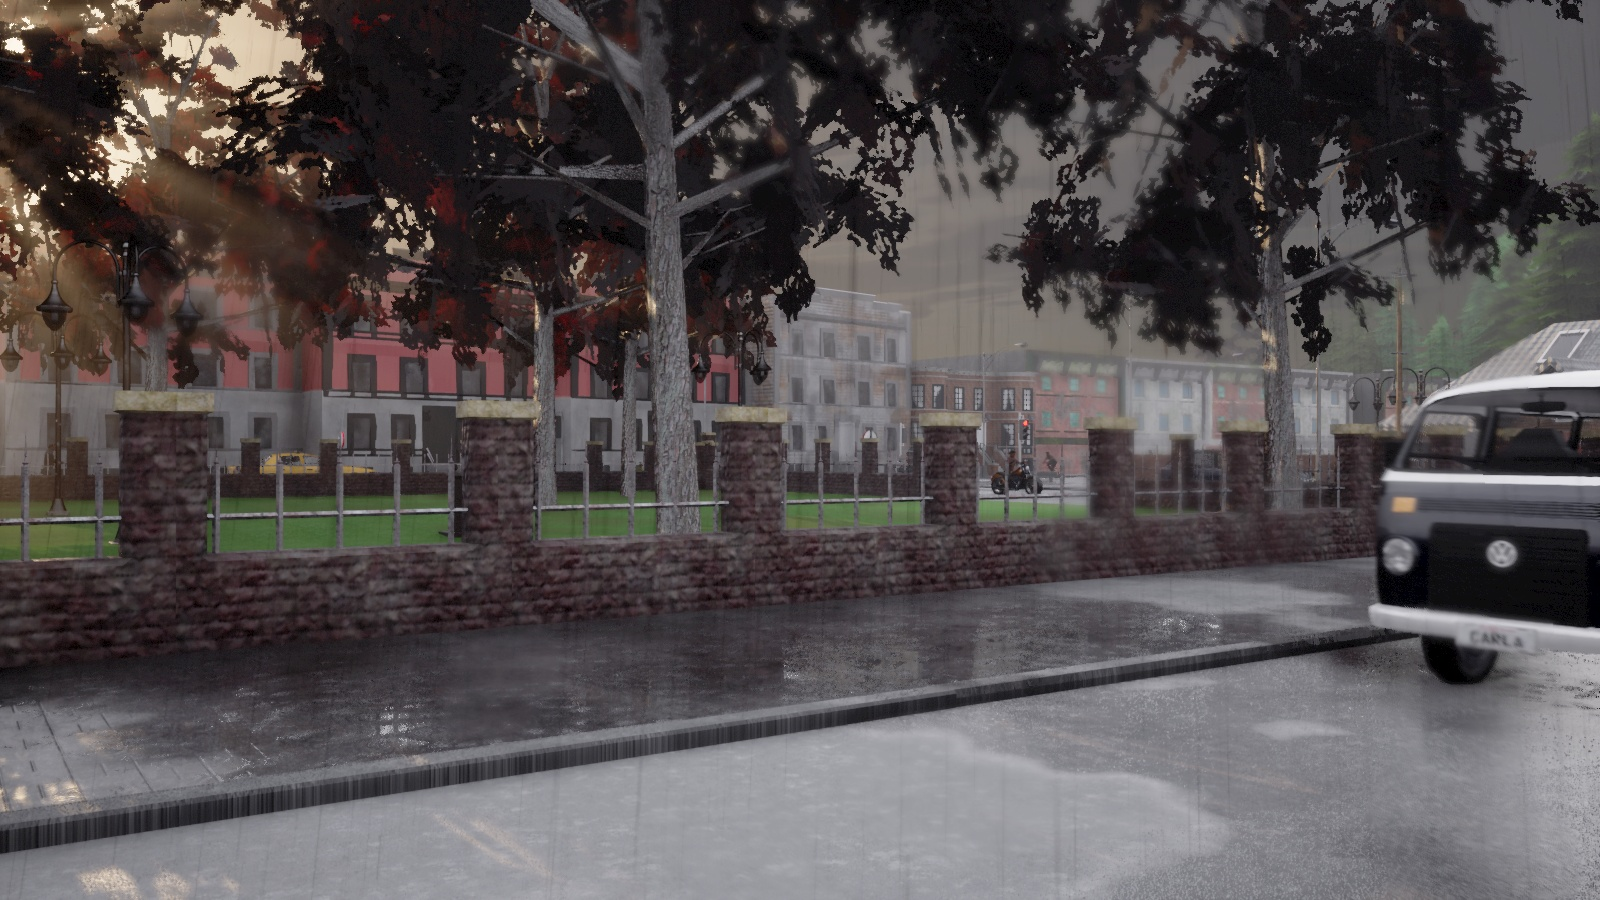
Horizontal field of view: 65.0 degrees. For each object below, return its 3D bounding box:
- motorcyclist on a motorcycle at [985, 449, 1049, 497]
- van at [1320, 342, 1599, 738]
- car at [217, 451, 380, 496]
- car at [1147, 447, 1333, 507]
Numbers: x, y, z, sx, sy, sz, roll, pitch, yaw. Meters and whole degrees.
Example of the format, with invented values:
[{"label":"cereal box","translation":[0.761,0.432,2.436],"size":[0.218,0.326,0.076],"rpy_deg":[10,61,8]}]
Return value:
[{"label":"motorcyclist on a motorcycle","translation":[7.662,0.788,44.411],"size":[0.766,1.649,2.350],"rpy_deg":[0,0,-37]},{"label":"van","translation":[5.639,0.479,8.198],"size":[4.480,2.038,2.069],"rpy_deg":[0,0,-35]},{"label":"car","translation":[-18.553,0.837,46.557],"size":[5.366,1.575,1.801],"rpy_deg":[0,0,-34]},{"label":"car","translation":[12.849,0.738,36.934],"size":[2.033,1.649,4.856],"rpy_deg":[0,0,-37]}]
